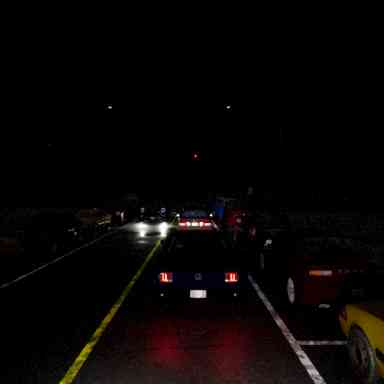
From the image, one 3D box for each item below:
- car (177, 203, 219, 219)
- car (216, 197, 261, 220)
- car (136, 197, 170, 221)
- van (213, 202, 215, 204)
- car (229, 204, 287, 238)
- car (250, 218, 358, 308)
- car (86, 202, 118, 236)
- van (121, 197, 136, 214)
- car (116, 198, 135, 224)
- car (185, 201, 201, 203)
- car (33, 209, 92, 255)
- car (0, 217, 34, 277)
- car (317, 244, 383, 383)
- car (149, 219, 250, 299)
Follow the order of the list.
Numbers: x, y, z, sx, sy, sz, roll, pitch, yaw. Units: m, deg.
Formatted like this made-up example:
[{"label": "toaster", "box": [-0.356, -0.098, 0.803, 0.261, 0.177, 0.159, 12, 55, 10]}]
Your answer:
[{"label": "car", "box": [0.141, 1.549, 17.972, 2.033, 1.411, 5.357, 0, 0, 0]}, {"label": "car", "box": [2.806, 1.316, 18.665, 2.192, 1.841, 5.009, 0, 0, 0]}, {"label": "car", "box": [-2.935, 1.355, 26.918, 2.097, 1.767, 4.553, 0, 0, 0]}, {"label": "van", "box": [2.833, 1.345, 29.540, 1.690, 1.788, 3.998, 0, 0, 0]}, {"label": "car", "box": [2.792, 1.441, 13.227, 1.967, 1.590, 4.097, 0, 0, 0]}, {"label": "car", "box": [2.779, 1.545, 7.790, 1.887, 1.381, 4.507, 0, 0, 0]}, {"label": "car", "box": [-5.720, 1.527, 18.516, 1.752, 1.417, 4.829, 0, 0, 0]}, {"label": "van", "box": [-5.693, 1.345, 29.562, 1.690, 1.788, 3.998, 0, 0, 0]}, {"label": "car", "box": [-5.706, 1.443, 24.124, 1.967, 1.590, 4.097, 0, 0, 0]}, {"label": "car", "box": [0.065, 1.481, 27.799, 1.882, 1.535, 5.008, 0, 0, 0]}, {"label": "car", "box": [-5.733, 1.566, 13.249, 1.947, 1.339, 4.313, 0, 0, 0]}, {"label": "car", "box": [-5.747, 1.525, 7.641, 1.752, 1.417, 4.829, 0, 0, 0]}, {"label": "car", "box": [2.766, 1.525, 2.522, 1.752, 1.417, 4.829, 0, 0, 0]}, {"label": "car", "box": [0.121, 1.601, 8.381, 1.895, 1.301, 4.718, 0, 0, 0]}]
